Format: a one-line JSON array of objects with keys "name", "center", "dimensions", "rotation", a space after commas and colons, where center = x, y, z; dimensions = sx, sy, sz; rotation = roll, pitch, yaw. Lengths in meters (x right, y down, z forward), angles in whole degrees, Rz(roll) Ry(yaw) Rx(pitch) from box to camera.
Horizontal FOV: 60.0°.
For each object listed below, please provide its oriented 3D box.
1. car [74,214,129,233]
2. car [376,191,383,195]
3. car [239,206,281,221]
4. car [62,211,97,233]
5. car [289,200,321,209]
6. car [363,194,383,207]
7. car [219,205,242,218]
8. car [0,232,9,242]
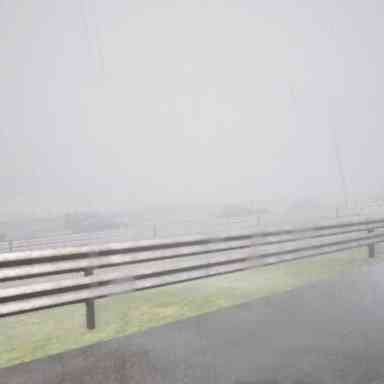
[{"name": "car", "center": [-8.865, 3.350, 33.478], "dimensions": [5.008, 1.535, 1.882], "rotation": [-4, 2, -25]}, {"name": "car", "center": [33.893, 0.495, 57.355], "dimensions": [4.553, 1.767, 2.097], "rotation": [-3, 2, -25]}, {"name": "car", "center": [7.985, 2.502, 37.500], "dimensions": [4.181, 1.385, 1.994], "rotation": [-4, 2, -25]}, {"name": "car", "center": [-11.232, 3.104, 36.233], "dimensions": [5.566, 2.045, 2.150], "rotation": [-4, 2, -25]}, {"name": "car", "center": [16.786, 1.780, 49.348], "dimensions": [4.718, 1.301, 1.895], "rotation": [-4, 2, -25]}, {"name": "car", "center": [26.082, 1.423, 45.970], "dimensions": [4.718, 1.301, 1.895], "rotation": [-3, 2, -25]}, {"name": "car", "center": [5.555, 2.332, 40.226], "dimensions": [4.553, 1.767, 2.097], "rotation": [-4, 2, -25]}, {"name": "car", "center": [-17.303, 3.658, 25.663], "dimensions": [5.566, 2.045, 2.150], "rotation": [-4, 2, -25]}]
